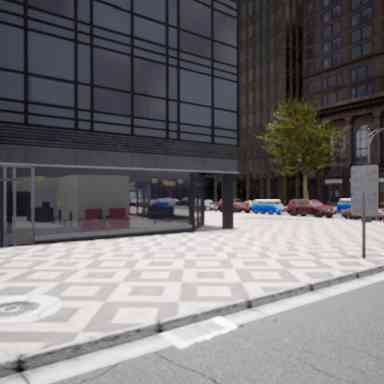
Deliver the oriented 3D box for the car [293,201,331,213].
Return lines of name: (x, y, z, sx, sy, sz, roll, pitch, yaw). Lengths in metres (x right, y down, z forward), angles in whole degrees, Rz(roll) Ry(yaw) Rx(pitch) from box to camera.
car: (15.670, 1.952, 43.470, 1.947, 1.339, 4.313, -1, 0, -35)

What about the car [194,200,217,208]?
car: (2.512, 2.145, 61.987, 2.008, 1.369, 4.403, -1, 0, -35)

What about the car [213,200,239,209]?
car: (5.801, 2.088, 57.358, 1.887, 1.381, 4.507, -1, 0, -35)

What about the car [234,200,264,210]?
car: (8.992, 2.019, 52.867, 1.752, 1.417, 4.829, -1, 0, -35)

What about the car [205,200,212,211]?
car: (2.145, 2.082, 47.785, 2.008, 1.369, 4.403, -1, 0, -35)

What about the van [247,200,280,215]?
van: (8.721, 1.766, 38.525, 1.690, 1.788, 3.998, -1, 0, -35)

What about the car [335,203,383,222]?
car: (15.305, 1.894, 29.265, 1.802, 1.307, 4.206, -1, 0, -35)

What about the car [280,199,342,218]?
car: (12.010, 1.684, 33.895, 2.192, 1.841, 5.009, -1, 0, -35)

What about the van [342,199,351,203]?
van: (18.955, 1.671, 38.840, 1.690, 1.788, 3.998, -1, 0, -35)

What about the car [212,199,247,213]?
car: (5.431, 1.794, 43.155, 2.192, 1.841, 5.009, -1, 0, -35)
